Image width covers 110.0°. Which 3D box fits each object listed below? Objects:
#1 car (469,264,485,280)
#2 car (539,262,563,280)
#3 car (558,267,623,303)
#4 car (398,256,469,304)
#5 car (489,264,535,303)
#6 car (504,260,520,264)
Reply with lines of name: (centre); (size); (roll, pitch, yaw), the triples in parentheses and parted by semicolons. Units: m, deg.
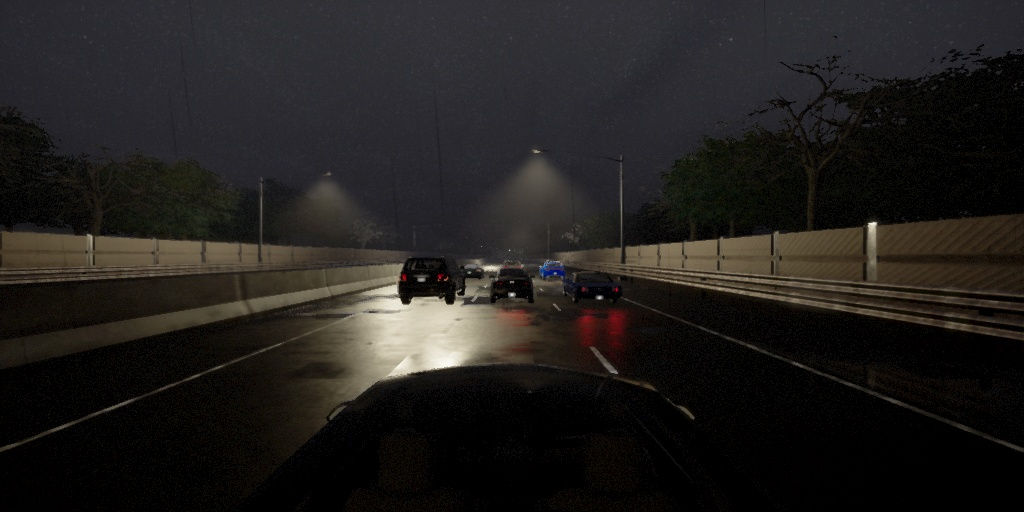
car: (-3.500, 1.353, 31.505); (1.994, 1.385, 4.181); (0, 0, 0)
car: (3.500, 1.265, 31.505); (1.882, 1.535, 5.008); (0, 0, 0)
car: (3.500, 1.371, 16.532); (1.895, 1.301, 4.718); (0, 0, 0)
car: (-3.500, 1.013, 16.532); (2.150, 2.045, 5.566); (0, 0, 0)
car: (0.000, 1.271, 16.502); (1.837, 1.490, 4.892); (0, 0, 0)
car: (0.000, 1.147, 31.475); (2.097, 1.767, 4.553); (0, 0, 0)
